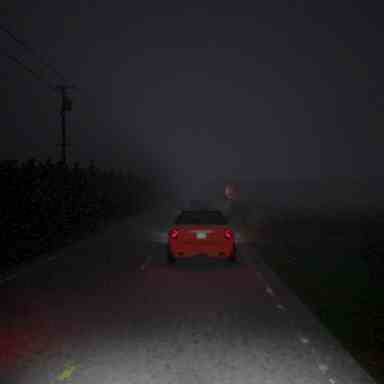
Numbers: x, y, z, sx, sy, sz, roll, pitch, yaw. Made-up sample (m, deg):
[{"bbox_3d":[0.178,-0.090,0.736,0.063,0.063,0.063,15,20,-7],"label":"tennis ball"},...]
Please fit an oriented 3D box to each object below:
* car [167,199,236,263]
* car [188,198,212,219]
[{"bbox_3d":[0.320,1.287,11.848,2.097,1.767,4.553,0,0,1],"label":"car"},{"bbox_3d":[0.657,1.325,28.584,1.882,1.535,5.008,0,0,1],"label":"car"}]
